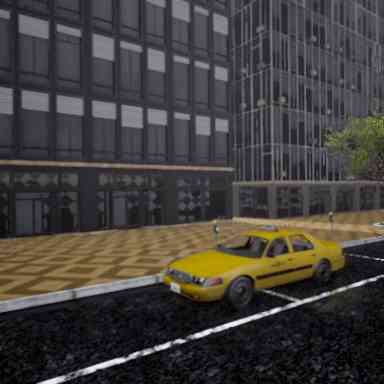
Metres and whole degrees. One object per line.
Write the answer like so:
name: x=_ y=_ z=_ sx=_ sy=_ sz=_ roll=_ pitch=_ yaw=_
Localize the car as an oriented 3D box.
car: x=1.646 y=1.489 z=7.742 sx=4.829 sy=1.417 sz=1.752 roll=0 pitch=0 yaw=-35
